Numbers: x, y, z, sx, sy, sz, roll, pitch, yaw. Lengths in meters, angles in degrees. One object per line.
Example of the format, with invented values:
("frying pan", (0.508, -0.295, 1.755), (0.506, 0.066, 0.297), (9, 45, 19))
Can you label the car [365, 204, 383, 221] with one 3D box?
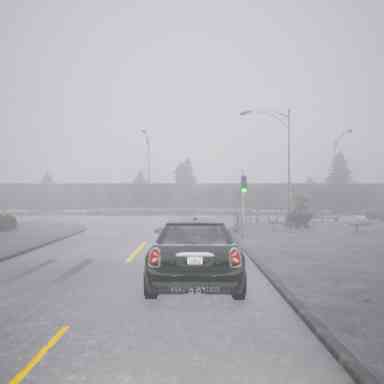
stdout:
("car", (16.094, 1.575, 26.400), (4.181, 1.385, 1.994), (0, 0, 0))

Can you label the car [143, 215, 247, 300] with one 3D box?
("car", (0.076, 1.355, 8.551), (2.097, 1.767, 4.553), (0, 0, 1))
